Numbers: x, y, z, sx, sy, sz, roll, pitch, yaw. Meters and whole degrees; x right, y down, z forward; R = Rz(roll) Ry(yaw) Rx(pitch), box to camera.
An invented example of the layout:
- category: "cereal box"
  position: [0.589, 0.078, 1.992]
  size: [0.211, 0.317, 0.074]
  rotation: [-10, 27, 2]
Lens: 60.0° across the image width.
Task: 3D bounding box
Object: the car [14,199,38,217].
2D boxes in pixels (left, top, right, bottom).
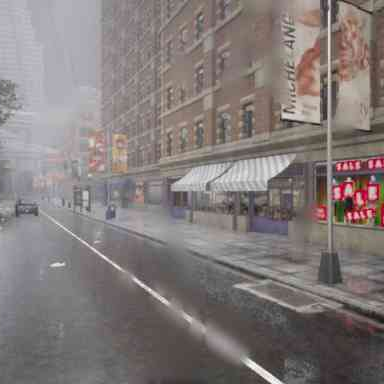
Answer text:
- category: "car"
  position: [-15.674, 1.492, 31.517]
  size: [2.128, 1.511, 4.902]
  rotation: [0, 0, -28]

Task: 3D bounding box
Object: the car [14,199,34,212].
- category: "car"
  position: [-20.261, 1.547, 40.114]
  size: [2.033, 1.411, 5.357]
  rotation: [0, 0, -27]
